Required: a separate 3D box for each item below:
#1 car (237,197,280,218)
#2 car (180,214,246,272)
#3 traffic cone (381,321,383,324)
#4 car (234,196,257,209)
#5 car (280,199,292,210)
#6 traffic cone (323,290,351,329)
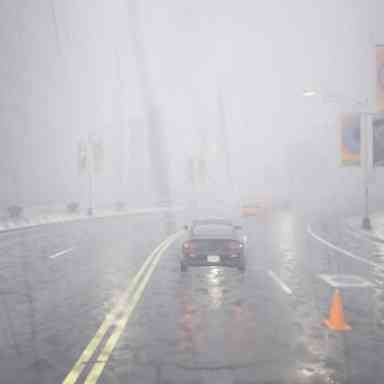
[{"bbox_3d":[6.119,1.476,30.155,1.882,1.535,5.008,0,0,30],"label":"car"},{"bbox_3d":[0.656,1.523,10.704,1.812,1.442,4.674,0,0,3],"label":"car"},{"bbox_3d":[3.443,1.959,5.610,0.340,0.580,0.340,0,0,0],"label":"traffic cone"},{"bbox_3d":[7.458,1.348,43.026,4.553,1.767,2.097,0,0,-42],"label":"car"},{"bbox_3d":[10.608,1.565,41.218,4.181,1.385,1.994,0,0,-41],"label":"car"},{"bbox_3d":[2.443,1.957,5.613,0.340,0.580,0.340,0,0,0],"label":"traffic cone"}]
